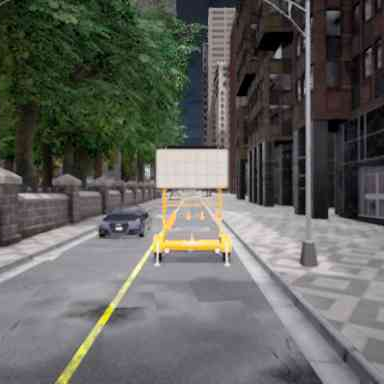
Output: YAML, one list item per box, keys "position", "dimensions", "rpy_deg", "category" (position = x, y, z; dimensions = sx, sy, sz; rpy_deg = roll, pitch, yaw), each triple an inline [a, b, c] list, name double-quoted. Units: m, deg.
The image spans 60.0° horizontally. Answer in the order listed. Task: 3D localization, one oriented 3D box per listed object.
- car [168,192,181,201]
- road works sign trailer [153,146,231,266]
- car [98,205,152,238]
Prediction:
- position: [-3.035, 0.723, 58.819]
  dimensions: [2.128, 1.511, 4.902]
  rpy_deg: [0, 1, 0]
  category: "car"
- position: [0.006, 0.307, 10.897]
  dimensions: [2.380, 3.560, 2.880]
  rpy_deg: [0, 1, 0]
  category: "road works sign trailer"
- position: [-3.092, 1.335, 16.058]
  dimensions: [1.994, 1.385, 4.181]
  rpy_deg: [0, 1, 0]
  category: "car"
